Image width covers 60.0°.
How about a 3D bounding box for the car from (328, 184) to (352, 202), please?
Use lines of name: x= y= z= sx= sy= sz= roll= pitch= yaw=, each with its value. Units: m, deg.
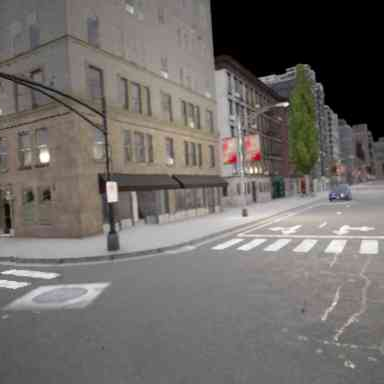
car: x=17.794 y=0.147 z=39.932 sx=2.150 sy=2.045 sz=5.566 roll=-4 pitch=2 yaw=30
